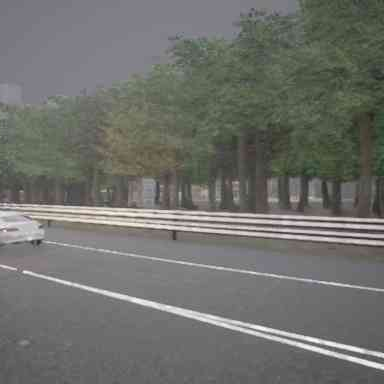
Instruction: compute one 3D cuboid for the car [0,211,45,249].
[{"bbox_3d":[-8.002,1.529,13.898,4.674,1.442,1.812,0,0,35],"label":"car"}]
